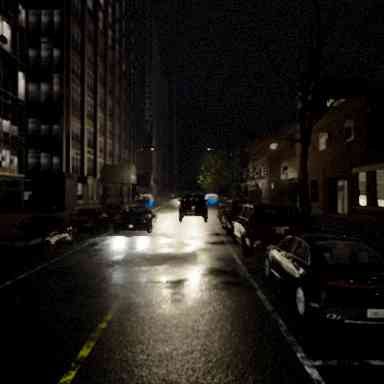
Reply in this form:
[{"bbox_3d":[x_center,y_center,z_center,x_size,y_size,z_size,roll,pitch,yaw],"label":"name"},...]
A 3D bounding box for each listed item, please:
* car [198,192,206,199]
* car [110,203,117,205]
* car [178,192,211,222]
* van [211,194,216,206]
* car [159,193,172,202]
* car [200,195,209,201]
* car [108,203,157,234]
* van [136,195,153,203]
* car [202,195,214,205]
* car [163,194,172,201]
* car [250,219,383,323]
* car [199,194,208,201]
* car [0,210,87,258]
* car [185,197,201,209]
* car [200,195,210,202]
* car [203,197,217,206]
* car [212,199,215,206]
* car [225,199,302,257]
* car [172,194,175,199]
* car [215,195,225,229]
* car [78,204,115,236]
[{"bbox_3d":[2.702,1.010,90.243,2.192,1.841,5.009,1,0,0],"label":"car"},{"bbox_3d":[-5.680,1.488,23.688,1.887,1.381,4.507,1,0,0],"label":"car"},{"bbox_3d":[0.098,1.160,26.198,2.150,2.045,5.566,0,0,0],"label":"car"},{"bbox_3d":[2.702,1.213,45.874,1.690,1.788,3.998,1,0,0],"label":"van"},{"bbox_3d":[-5.681,1.371,68.059,1.802,1.307,4.206,1,0,0],"label":"car"},{"bbox_3d":[2.699,1.349,73.606,1.802,1.307,4.206,1,0,0],"label":"car"},{"bbox_3d":[-3.088,1.521,18.738,1.994,1.385,4.181,0,0,0],"label":"car"},{"bbox_3d":[-5.677,1.232,40.327,1.690,1.788,3.998,1,0,0],"label":"van"},{"bbox_3d":[2.701,1.272,56.967,1.967,1.590,4.097,1,0,0],"label":"car"},{"bbox_3d":[-5.681,1.269,78.980,1.752,1.417,4.829,1,0,0],"label":"car"},{"bbox_3d":[2.700,1.536,7.048,2.008,1.369,4.403,1,0,0],"label":"car"},{"bbox_3d":[2.700,1.268,79.322,1.752,1.417,4.829,1,0,0],"label":"car"},{"bbox_3d":[-5.681,1.554,12.593,1.802,1.307,4.206,1,0,0],"label":"car"},{"bbox_3d":[0.100,1.423,44.807,2.033,1.411,5.357,0,0,0],"label":"car"},{"bbox_3d":[2.699,1.334,68.061,1.887,1.381,4.507,1,0,0],"label":"car"},{"bbox_3d":[2.699,1.418,51.421,1.947,1.339,4.313,1,0,0],"label":"car"},{"bbox_3d":[2.701,1.468,23.859,1.752,1.417,4.829,1,0,0],"label":"car"},{"bbox_3d":[2.703,1.288,12.593,2.192,1.841,5.009,1,0,0],"label":"car"},{"bbox_3d":[-5.678,1.081,73.603,2.192,1.841,5.009,1,0,0],"label":"car"},{"bbox_3d":[2.703,1.274,18.142,2.192,1.841,5.009,1,0,0],"label":"car"},{"bbox_3d":[-5.681,1.540,18.142,1.802,1.307,4.206,1,0,0],"label":"car"}]
